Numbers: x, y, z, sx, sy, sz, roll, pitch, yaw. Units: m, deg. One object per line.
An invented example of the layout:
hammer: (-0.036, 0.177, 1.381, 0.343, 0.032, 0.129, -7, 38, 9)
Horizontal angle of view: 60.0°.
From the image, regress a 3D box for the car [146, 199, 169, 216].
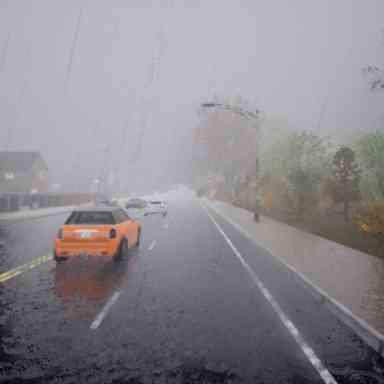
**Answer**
car: (-3.143, 1.394, 30.126, 1.812, 1.442, 4.674, 0, 0, 0)

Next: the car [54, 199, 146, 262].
car: (-3.146, 1.300, 12.005, 2.097, 1.767, 4.553, 0, 0, 0)

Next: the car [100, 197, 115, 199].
car: (-9.829, 1.320, 38.382, 2.128, 1.511, 4.902, 0, 0, 0)

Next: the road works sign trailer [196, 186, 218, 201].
road works sign trailer: (2.417, -0.047, 59.629, 3.560, 2.380, 2.880, -1, 46, -47)
